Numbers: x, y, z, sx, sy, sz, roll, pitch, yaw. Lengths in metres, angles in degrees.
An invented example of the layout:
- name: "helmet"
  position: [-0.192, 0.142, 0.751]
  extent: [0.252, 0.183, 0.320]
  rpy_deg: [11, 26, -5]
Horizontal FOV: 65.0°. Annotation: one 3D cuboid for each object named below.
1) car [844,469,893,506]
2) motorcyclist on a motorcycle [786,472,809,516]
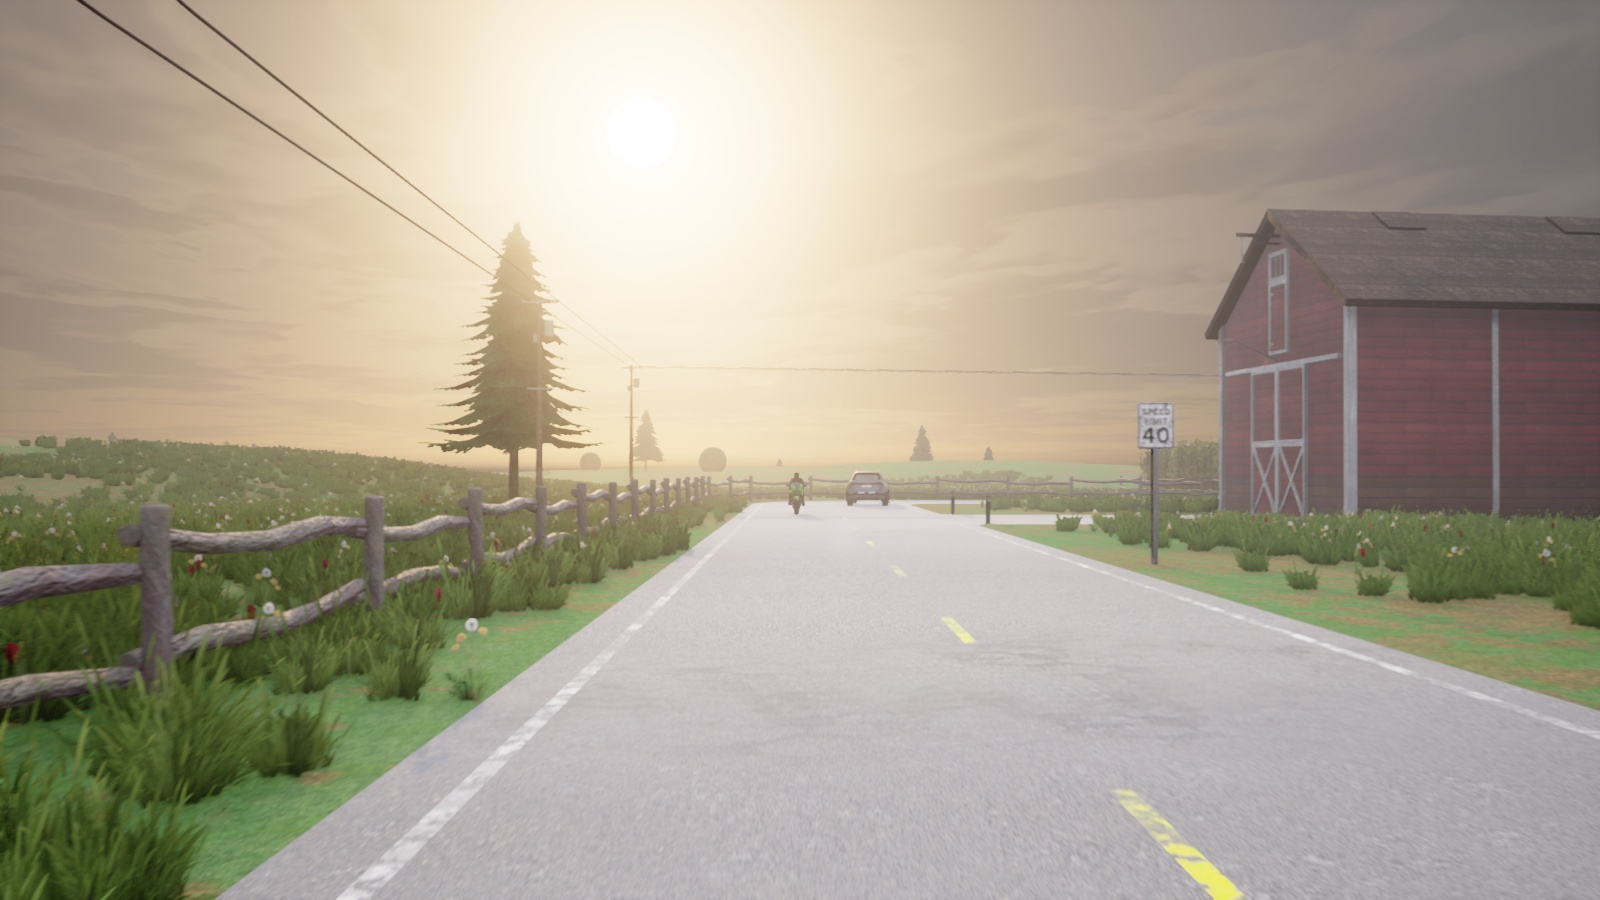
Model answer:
- name: "car"
  position: [3.254, 1.721, 59.102]
  extent: [2.033, 1.649, 4.856]
  rpy_deg: [-1, -1, 6]
- name: "motorcyclist on a motorcycle"
  position: [-0.105, 1.547, 44.783]
  extent: [0.797, 1.523, 2.044]
  rpy_deg: [0, -1, 0]
